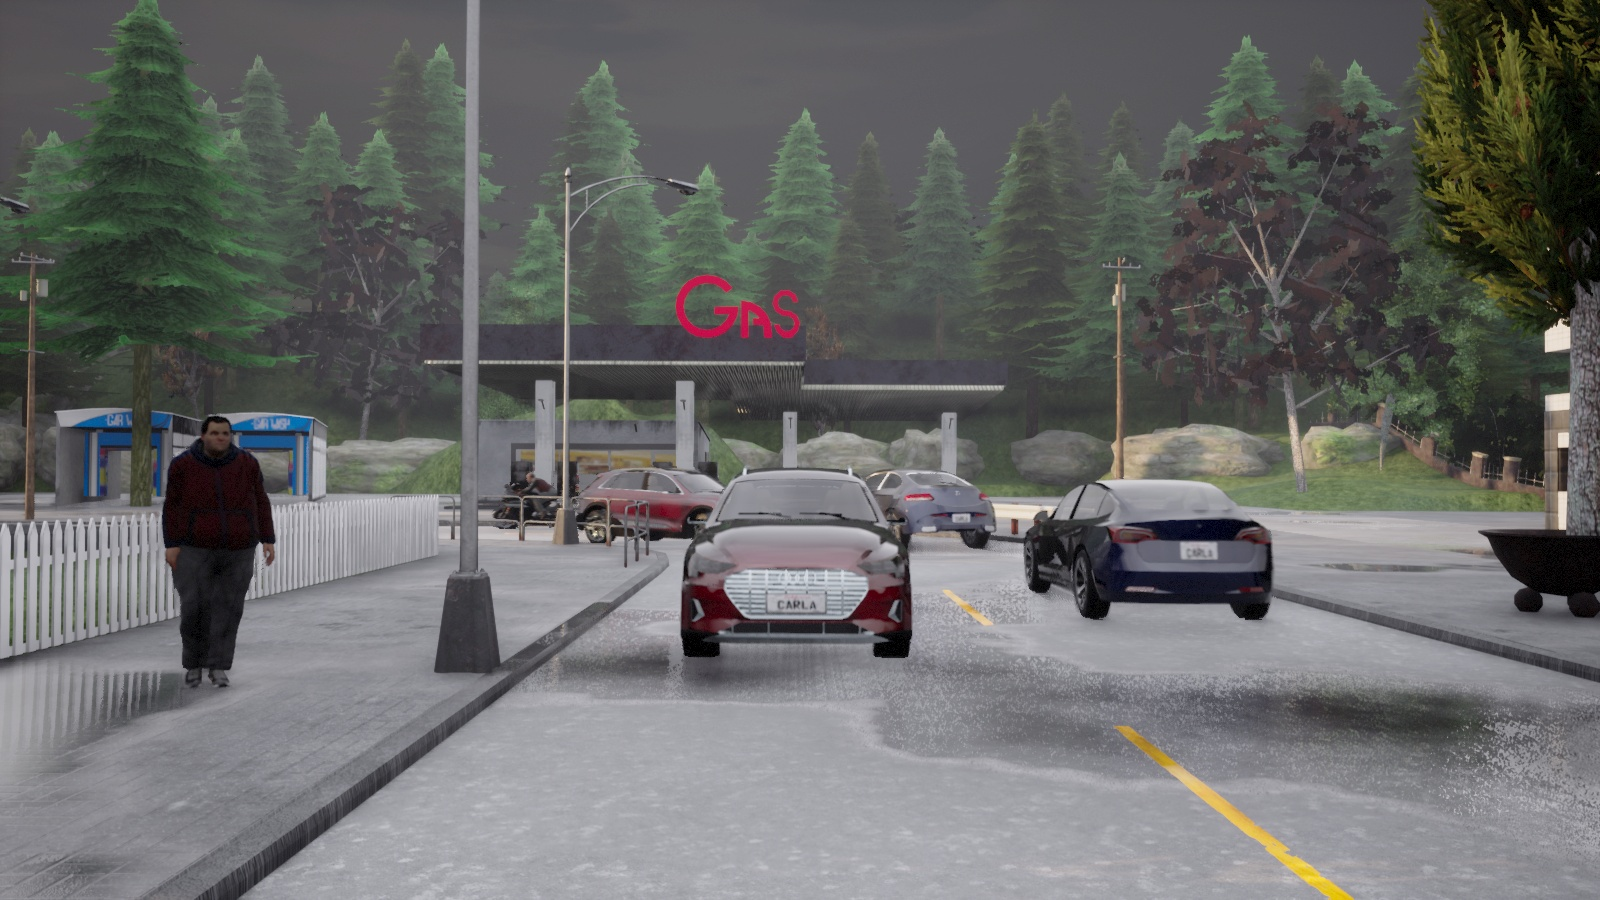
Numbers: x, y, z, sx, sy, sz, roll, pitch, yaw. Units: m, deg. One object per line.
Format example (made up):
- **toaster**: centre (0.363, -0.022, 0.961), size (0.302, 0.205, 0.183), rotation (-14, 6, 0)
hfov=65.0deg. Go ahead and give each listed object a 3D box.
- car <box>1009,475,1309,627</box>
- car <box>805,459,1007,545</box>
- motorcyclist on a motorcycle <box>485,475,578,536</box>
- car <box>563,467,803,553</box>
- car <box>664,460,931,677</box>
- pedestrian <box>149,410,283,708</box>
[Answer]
- **car**: centre (3.962, 1.049, 14.860), size (2.163, 1.488, 4.792), rotation (0, -1, 0)
- **car**: centre (2.120, 1.038, 26.838), size (2.152, 1.651, 5.027), rotation (0, -1, -24)
- **motorcyclist on a motorcycle**: centre (-6.979, 1.428, 32.676), size (2.191, 1.530, 0.866), rotation (0, 0, 10)
- **car**: centre (-2.505, 1.196, 26.159), size (4.856, 1.649, 2.033), rotation (-1, -2, 37)
- **car**: centre (-0.018, 0.947, 12.043), size (2.033, 1.649, 4.856), rotation (0, -1, 0)
- **pedestrian**: centre (-3.880, 0.680, 8.323), size (0.634, 1.844, 0.899), rotation (0, -1, -36)
